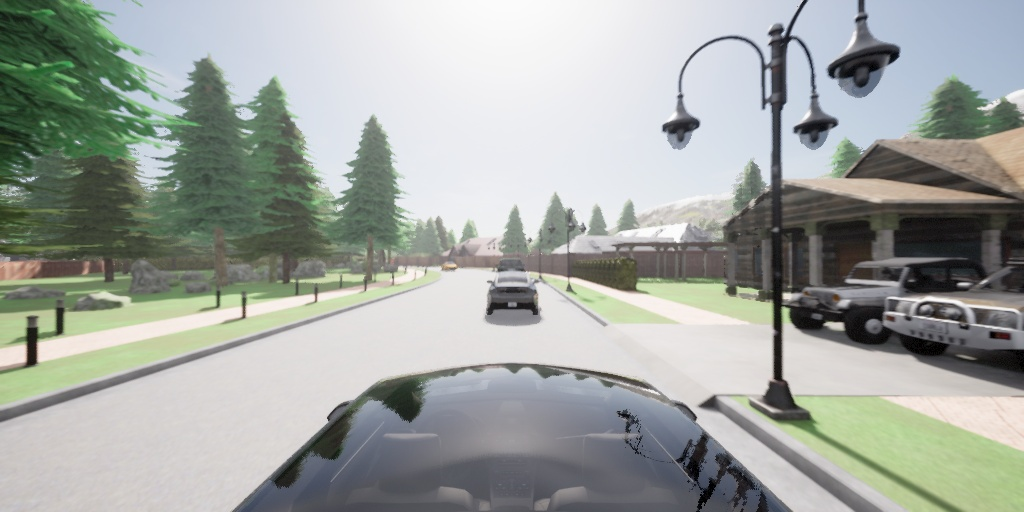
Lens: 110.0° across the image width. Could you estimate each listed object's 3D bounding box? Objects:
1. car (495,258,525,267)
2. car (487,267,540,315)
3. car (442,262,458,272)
[{"bbox_3d":[-0.159,1.199,28.151,2.150,2.045,5.566,0,0,-3],"label":"car"},{"bbox_3d":[0.039,1.363,14.219,1.837,1.490,4.892,0,0,1],"label":"car"},{"bbox_3d":[-10.164,1.712,58.466,1.882,1.535,5.008,0,0,-21],"label":"car"}]
